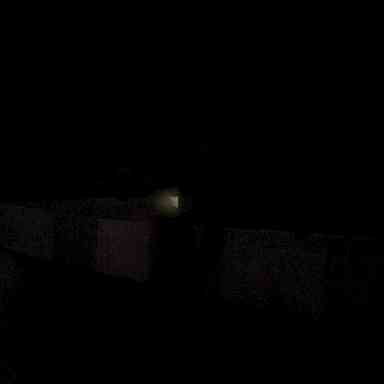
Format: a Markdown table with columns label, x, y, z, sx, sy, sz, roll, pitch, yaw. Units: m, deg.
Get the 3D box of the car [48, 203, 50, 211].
| label | x | y | z | sx | sy | sz | roll | pitch | yaw |
| --- | --- | --- | --- | --- | --- | --- | --- | --- | --- |
| car | -11.076 | 1.413 | 22.551 | 2.128 | 1.511 | 4.902 | -3 | -1 | 36 |
